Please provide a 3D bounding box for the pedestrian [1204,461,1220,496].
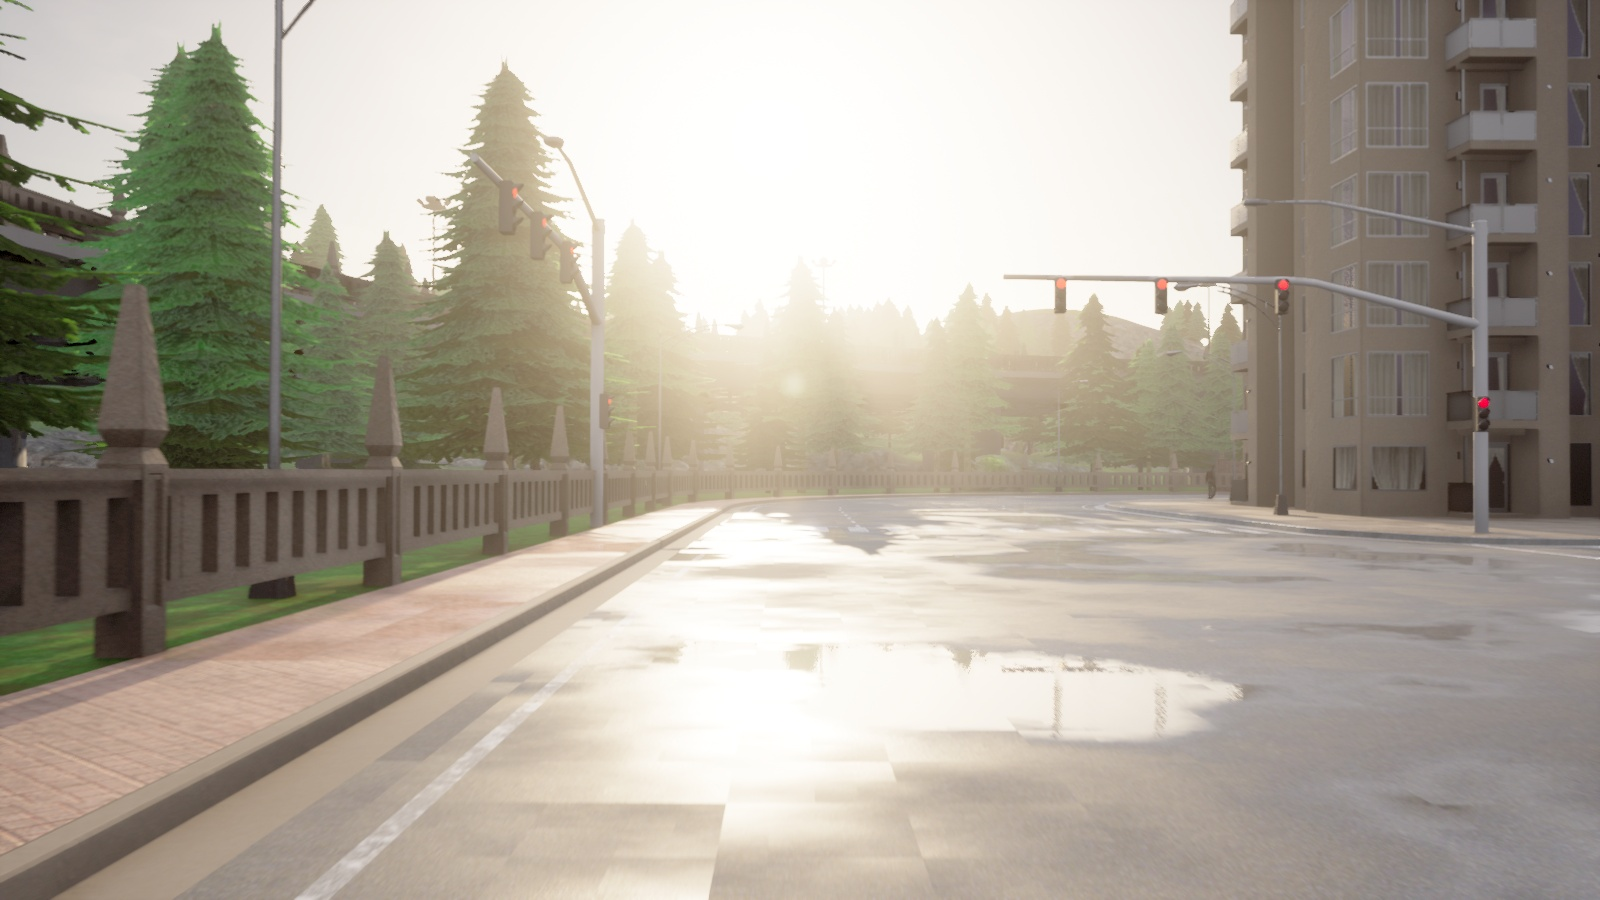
[{"bbox_3d":[21.857,1.497,66.658,0.720,1.854,0.376,0,-1,-28],"label":"pedestrian"}]
